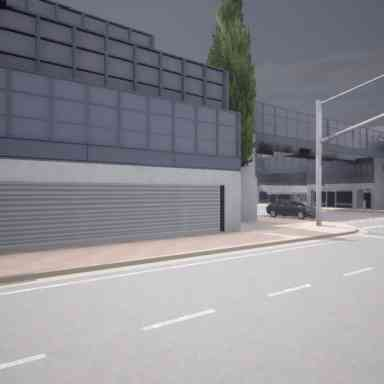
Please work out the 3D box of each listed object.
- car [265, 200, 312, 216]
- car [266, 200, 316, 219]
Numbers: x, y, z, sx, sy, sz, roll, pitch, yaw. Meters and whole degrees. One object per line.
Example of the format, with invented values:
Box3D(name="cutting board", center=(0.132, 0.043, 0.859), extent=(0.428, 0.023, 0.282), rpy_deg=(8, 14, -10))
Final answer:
Box3D(name="car", center=(9.673, 1.564, 33.468), extent=(1.994, 1.385, 4.181), rpy_deg=(0, 0, -37))
Box3D(name="car", center=(8.705, 1.505, 28.915), extent=(1.837, 1.490, 4.892), rpy_deg=(0, 0, -37))
